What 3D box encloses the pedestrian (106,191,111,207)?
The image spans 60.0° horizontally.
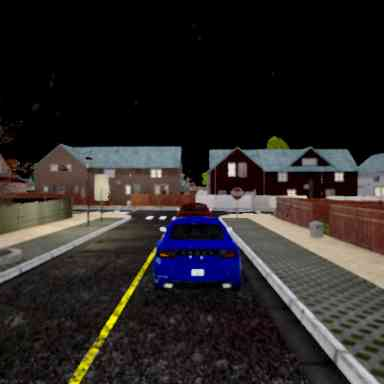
[{"bbox_3d":[-9.289,0.729,36.643,0.375,1.860,0.375,0,0,1],"label":"pedestrian"}]

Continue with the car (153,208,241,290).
[{"bbox_3d":[0.115,1.398,8.918,1.882,1.535,5.008,0,0,0],"label":"car"}]

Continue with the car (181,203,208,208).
[{"bbox_3d":[0.131,1.315,18.340,1.882,1.535,5.008,0,1,0],"label":"car"}]
